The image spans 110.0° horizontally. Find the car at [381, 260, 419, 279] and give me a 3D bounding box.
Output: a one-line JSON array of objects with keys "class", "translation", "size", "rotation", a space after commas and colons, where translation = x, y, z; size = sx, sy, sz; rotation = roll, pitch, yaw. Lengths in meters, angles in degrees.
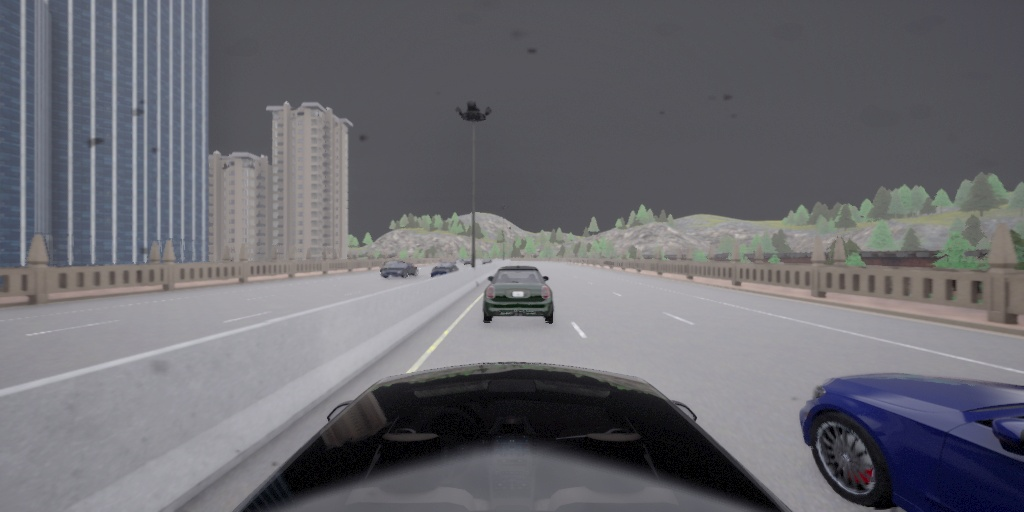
[{"class": "car", "translation": [-9.963, 1.298, 32.348], "size": [2.033, 1.411, 5.357], "rotation": [0, 0, 2]}]

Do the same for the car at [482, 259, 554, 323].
[{"class": "car", "translation": [0.222, 1.102, 12.314], "size": [2.097, 1.767, 4.553], "rotation": [0, 0, 1]}]

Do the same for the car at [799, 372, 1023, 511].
[{"class": "car", "translation": [3.605, 1.276, 1.387], "size": [1.812, 1.442, 4.674], "rotation": [0, 0, 0]}]

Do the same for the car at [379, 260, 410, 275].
[{"class": "car", "translation": [-13.216, 1.255, 40.671], "size": [1.837, 1.490, 4.892], "rotation": [0, 0, 2]}]

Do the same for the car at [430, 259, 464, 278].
[{"class": "car", "translation": [-6.393, 1.298, 34.714], "size": [2.033, 1.411, 5.357], "rotation": [0, 0, 2]}]
